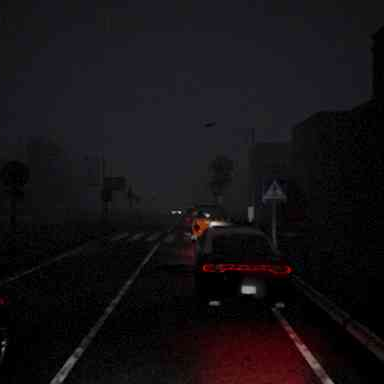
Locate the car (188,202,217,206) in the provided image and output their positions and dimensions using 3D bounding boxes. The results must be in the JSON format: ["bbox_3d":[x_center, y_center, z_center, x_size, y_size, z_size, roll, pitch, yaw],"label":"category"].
[{"bbox_3d":[0.996,1.730,24.315,2.150,2.045,5.566,0,-2,0],"label":"car"}]

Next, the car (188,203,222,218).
[{"bbox_3d":[0.984,1.674,18.250,2.097,1.767,4.553,0,-2,0],"label":"car"}]

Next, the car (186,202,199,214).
[{"bbox_3d":[0.117,2.815,59.863,2.150,2.045,5.566,0,-2,0],"label":"car"}]

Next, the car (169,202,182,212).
[{"bbox_3d":[-3.104,3.466,70.562,2.033,1.411,5.357,0,-2,0],"label":"car"}]

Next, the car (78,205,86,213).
[{"bbox_3d":[-21.838,2.990,58.138,4.892,1.521,2.231,0,-2,0],"label":"car"}]

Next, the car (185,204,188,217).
[{"bbox_3d":[0.087,2.657,45.794,2.128,1.511,4.902,0,-2,0],"label":"car"}]

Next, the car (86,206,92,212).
[{"bbox_3d":[-21.838,3.090,61.410,5.008,1.535,2.097,0,-2,0],"label":"car"}]

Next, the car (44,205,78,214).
[{"bbox_3d":[-21.852,2.928,54.862,4.674,1.452,2.002,0,-2,0],"label":"car"}]

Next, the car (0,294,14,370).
[{"bbox_3d":[-3.349,1.587,2.703,1.994,1.385,4.181,0,-1,0],"label":"car"}]

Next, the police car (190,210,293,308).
[{"bbox_3d":[0.997,1.505,8.368,1.930,1.638,5.238,1,0,0],"label":"police car"}]

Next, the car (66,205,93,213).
[{"bbox_3d":[-21.819,3.227,64.556,4.674,1.452,2.002,0,-2,0],"label":"car"}]

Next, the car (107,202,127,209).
[{"bbox_3d":[-21.716,4.068,93.028,5.008,1.535,2.097,0,-2,0],"label":"car"}]
